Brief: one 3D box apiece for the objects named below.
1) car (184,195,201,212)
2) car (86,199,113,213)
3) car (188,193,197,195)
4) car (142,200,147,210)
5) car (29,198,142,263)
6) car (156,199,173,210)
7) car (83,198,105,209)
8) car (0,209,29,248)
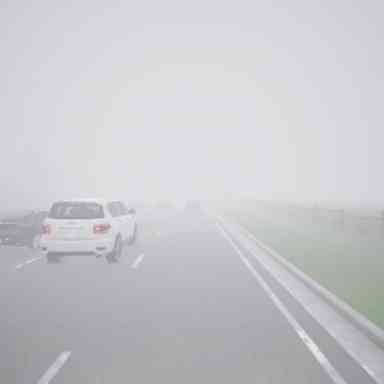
[{"bbox_3d":[0.092,1.472,39.290,1.882,1.535,5.008,0,0,0],"label":"car"},{"bbox_3d":[-10.410,1.519,37.918,1.812,1.442,4.674,0,0,0],"label":"car"},{"bbox_3d":[0.082,1.213,65.885,2.150,2.045,5.566,0,0,0],"label":"car"},{"bbox_3d":[-6.911,1.594,41.981,1.895,1.301,4.718,0,0,0],"label":"car"},{"bbox_3d":[-3.400,1.219,12.045,2.150,2.045,5.566,0,0,0],"label":"car"},{"bbox_3d":[-3.408,1.595,41.982,1.895,1.301,4.718,0,0,0],"label":"car"},{"bbox_3d":[-13.911,1.556,47.377,1.994,1.385,4.181,0,0,0],"label":"car"},{"bbox_3d":[-6.906,1.502,14.253,1.837,1.490,4.892,0,0,0],"label":"car"}]
